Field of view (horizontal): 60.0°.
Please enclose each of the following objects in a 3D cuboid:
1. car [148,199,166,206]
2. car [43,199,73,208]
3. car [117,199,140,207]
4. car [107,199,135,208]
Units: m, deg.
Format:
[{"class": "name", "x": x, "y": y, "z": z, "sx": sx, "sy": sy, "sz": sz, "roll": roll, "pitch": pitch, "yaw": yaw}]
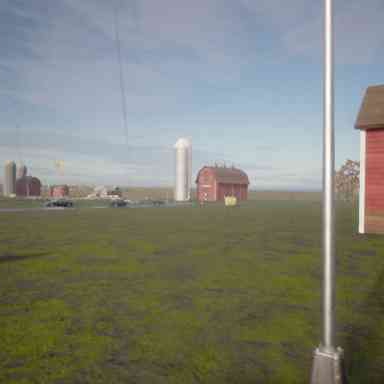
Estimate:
[{"class": "car", "x": -7.619, "y": 2.203, "z": 72.801, "sx": 1.837, "sy": 1.490, "sz": 4.892, "roll": 1, "pitch": 0, "yaw": 28}, {"class": "car", "x": -22.697, "y": 1.945, "z": 56.612, "sx": 1.882, "sy": 1.535, "sz": 5.008, "roll": 1, "pitch": -1, "yaw": 37}, {"class": "car", "x": -13.210, "y": 2.230, "z": 69.292, "sx": 1.812, "sy": 1.442, "sz": 4.674, "roll": 1, "pitch": 0, "yaw": 36}, {"class": "car", "x": -13.938, "y": 2.178, "z": 63.608, "sx": 1.837, "sy": 1.490, "sz": 4.892, "roll": 1, "pitch": -1, "yaw": 37}]
